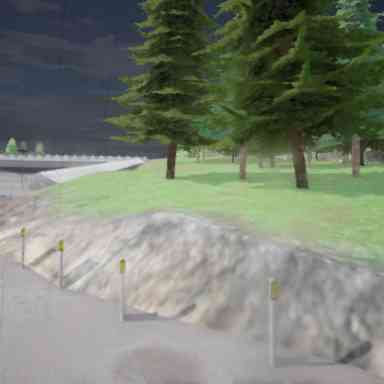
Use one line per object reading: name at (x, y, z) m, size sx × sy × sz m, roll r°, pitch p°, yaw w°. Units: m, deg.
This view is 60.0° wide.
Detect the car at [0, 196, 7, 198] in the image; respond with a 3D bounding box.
car at (-43.412, 1.494, 75.969) m, size 1.994 × 1.385 × 4.181 m, roll 0°, pitch 0°, yaw -4°
